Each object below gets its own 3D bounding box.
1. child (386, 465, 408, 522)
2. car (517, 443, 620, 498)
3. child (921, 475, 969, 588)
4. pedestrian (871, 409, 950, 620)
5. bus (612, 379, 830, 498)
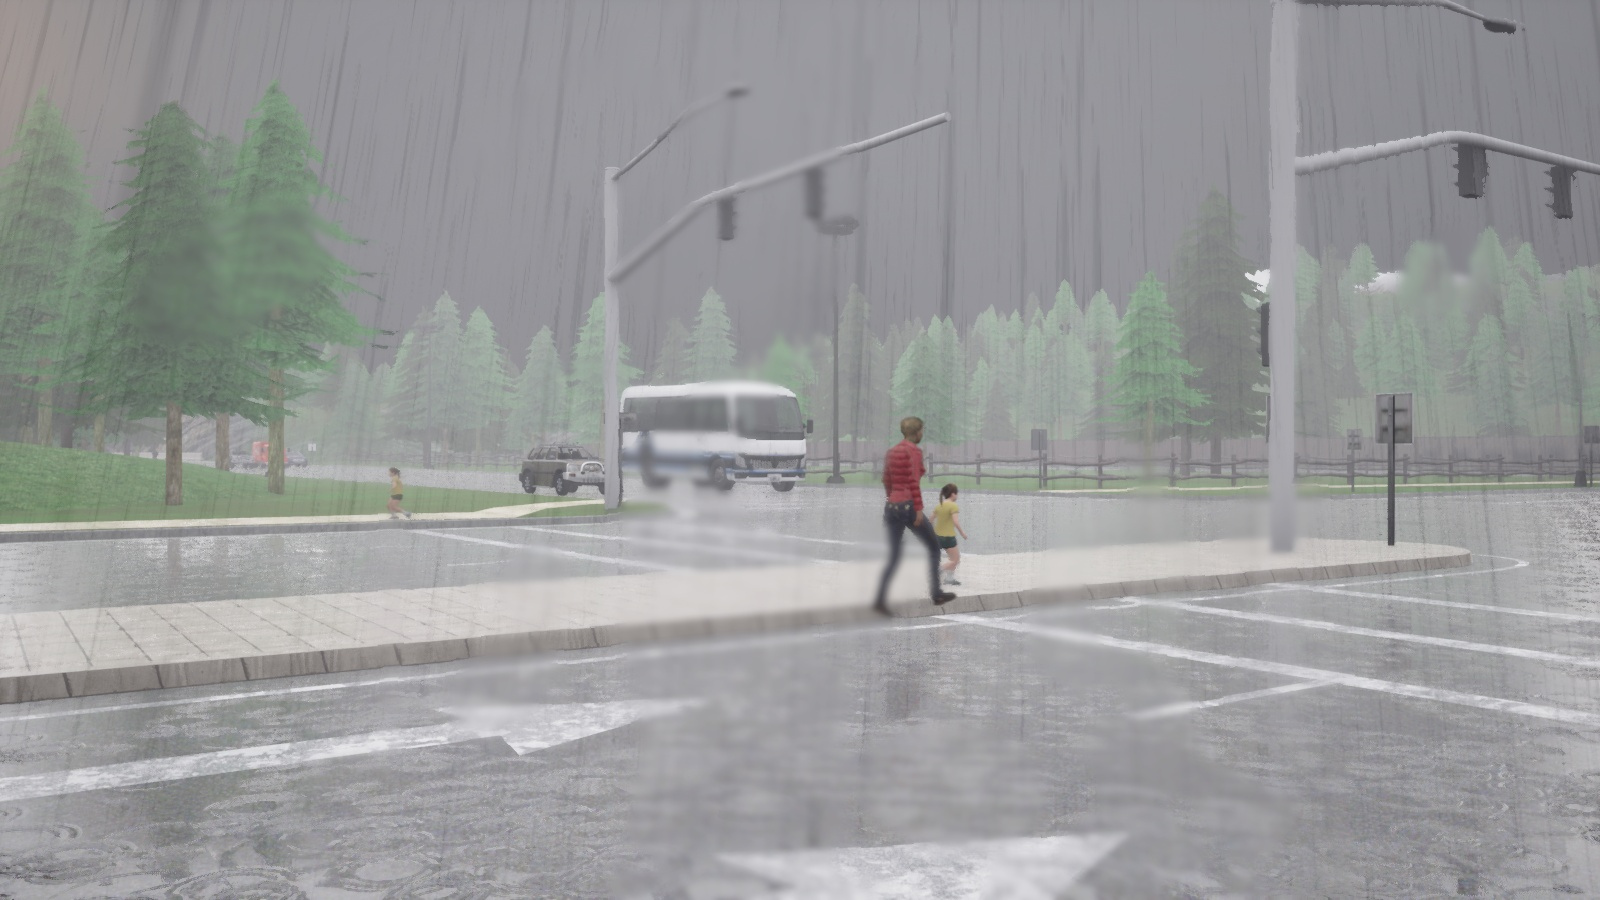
[{"bbox_3d":[-7.881,0.851,24.575,0.394,1.110,0.255,0,0,-22],"label":"child"},{"bbox_3d":[-8.314,0.689,44.780,1.932,1.855,4.605,0,0,-34],"label":"car"},{"bbox_3d":[1.453,0.811,12.596,0.394,1.110,0.255,0,0,-27],"label":"child"},{"bbox_3d":[0.996,0.565,11.309,0.636,1.846,0.331,0,0,-35],"label":"pedestrian"},{"bbox_3d":[-3.439,-0.502,50.053,3.944,4.253,10.273,0,1,-34],"label":"bus"}]
